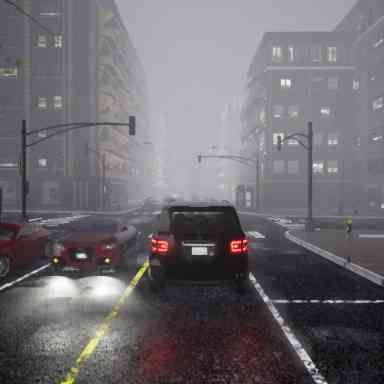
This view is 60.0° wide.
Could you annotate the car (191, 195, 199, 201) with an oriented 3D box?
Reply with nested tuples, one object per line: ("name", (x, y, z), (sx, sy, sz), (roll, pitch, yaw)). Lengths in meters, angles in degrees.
("car", (0.773, 1.477, 82.626), (1.882, 1.535, 5.008), (0, 0, 1))

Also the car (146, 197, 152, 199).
("car", (-5.304, 1.438, 42.351), (1.967, 1.590, 4.097), (0, 0, 1))

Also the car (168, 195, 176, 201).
("car", (-4.932, 1.525, 81.650), (1.752, 1.417, 4.829), (0, 0, 1))

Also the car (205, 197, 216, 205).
("car", (3.237, 1.543, 59.181), (1.887, 1.381, 4.507), (0, 0, 1))

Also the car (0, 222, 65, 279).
("car", (-5.610, 1.581, 9.942), (1.802, 1.307, 4.206), (0, 0, 1))

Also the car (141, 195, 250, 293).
("car", (0.168, 1.221, 9.026), (2.150, 2.045, 5.566), (0, 0, 1))

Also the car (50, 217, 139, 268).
("car", (-3.006, 1.563, 11.081), (1.994, 1.385, 4.181), (0, 0, 1))

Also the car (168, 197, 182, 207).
("car", (-2.601, 1.562, 52.935), (1.994, 1.385, 4.181), (0, 0, 1))

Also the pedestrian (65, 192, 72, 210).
("pedestrian", (-12.408, 0.902, 33.411), (0.375, 1.860, 0.375), (0, -1, 0))

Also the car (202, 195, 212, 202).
("car", (3.396, 1.440, 76.097), (1.967, 1.590, 4.097), (0, 0, 1))

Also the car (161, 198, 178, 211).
("car", (-2.720, 1.524, 41.375), (1.812, 1.442, 4.674), (0, 0, 1))

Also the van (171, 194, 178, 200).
("van", (-4.824, 1.340, 93.098), (1.690, 1.788, 3.998), (0, 0, 1))

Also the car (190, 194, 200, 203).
("car", (0.695, 1.354, 72.850), (2.097, 1.767, 4.553), (0, 0, 1))

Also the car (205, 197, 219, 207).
("car", (3.183, 1.549, 53.543), (2.008, 1.369, 4.403), (0, 0, 1))
